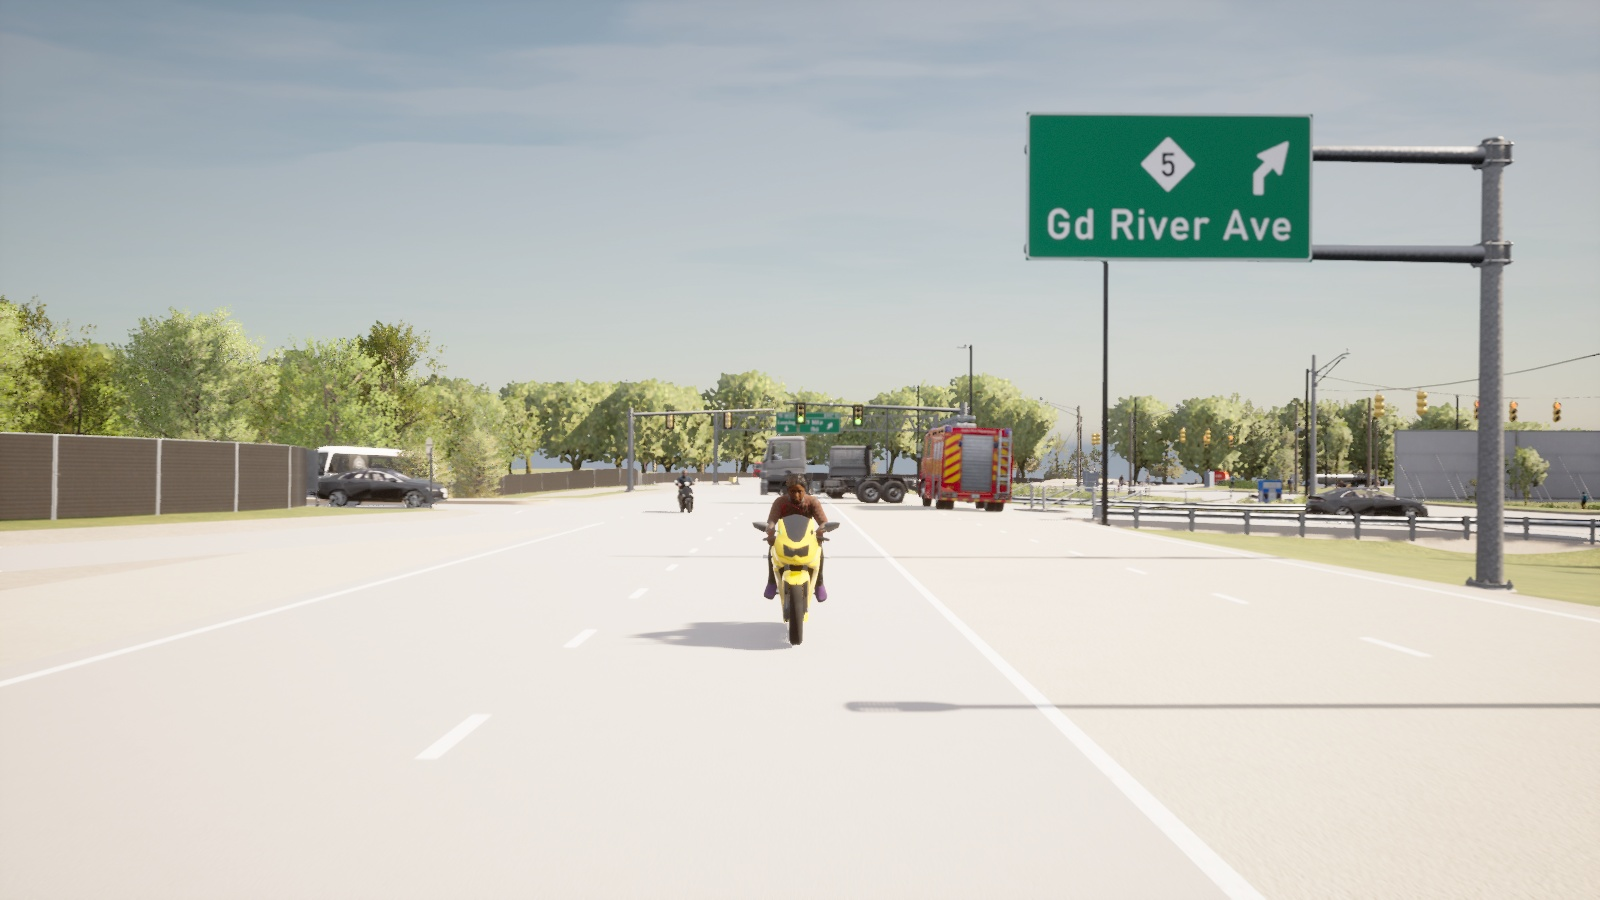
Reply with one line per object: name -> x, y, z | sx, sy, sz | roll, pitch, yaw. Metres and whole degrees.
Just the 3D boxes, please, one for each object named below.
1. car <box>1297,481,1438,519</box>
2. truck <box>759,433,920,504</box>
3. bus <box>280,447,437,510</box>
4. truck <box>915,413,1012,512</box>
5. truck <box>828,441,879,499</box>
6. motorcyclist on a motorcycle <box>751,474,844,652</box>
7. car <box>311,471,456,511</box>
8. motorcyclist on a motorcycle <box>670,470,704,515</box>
car -> 23.666, 2.087, 52.487 | 4.902, 1.511, 2.128 | 0, -1, -2
truck -> 1.905, 0.944, 63.615 | 7.936, 3.462, 2.891 | 0, -1, -2
bus -> -31.817, 2.207, 90.993 | 3.944, 4.253, 10.273 | -2, -4, 35
truck -> 6.898, 0.570, 54.076 | 2.891, 3.827, 8.468 | 2, -1, 0
truck -> 3.307, 1.298, 79.779 | 2.891, 3.462, 7.936 | 0, -1, 0
motorcyclist on a motorcycle -> -0.028, 0.991, 11.855 | 0.797, 1.523, 2.044 | 0, -1, 0
car -> -16.099, 1.583, 48.733 | 4.902, 1.511, 2.128 | 0, 0, -1
motorcyclist on a motorcycle -> -4.123, 1.538, 45.760 | 0.866, 1.590, 1.817 | -2, 0, -15
